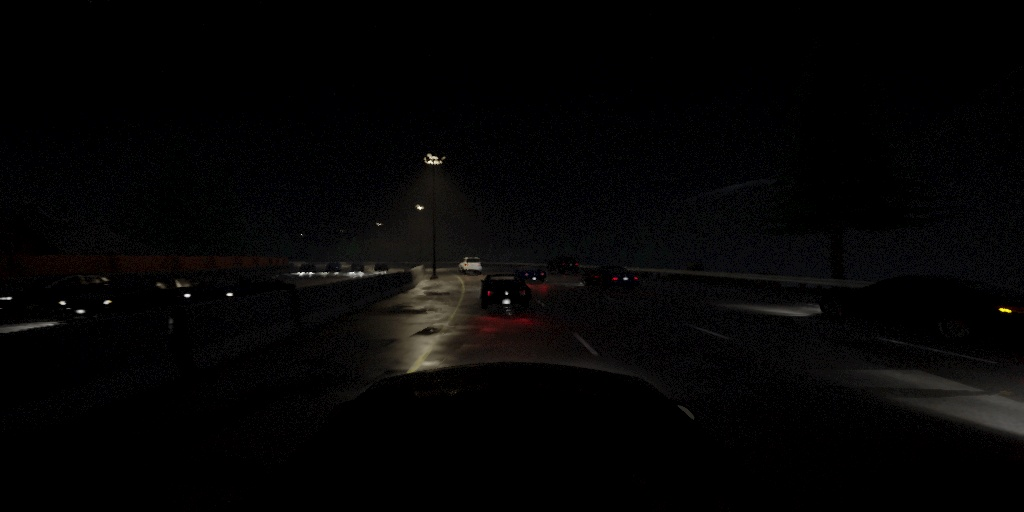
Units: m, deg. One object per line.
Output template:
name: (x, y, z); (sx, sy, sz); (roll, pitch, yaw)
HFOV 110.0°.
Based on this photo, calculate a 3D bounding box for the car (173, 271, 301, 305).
car: (-11.204, 1.511, 15.161); (1.895, 1.301, 4.718); (-1, 0, -5)

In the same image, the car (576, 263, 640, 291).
car: (5.973, 1.322, 22.338); (2.033, 1.411, 5.357); (0, 0, -8)

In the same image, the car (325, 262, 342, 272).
car: (-27.476, 1.702, 55.256); (1.882, 1.535, 5.008); (0, 0, -20)

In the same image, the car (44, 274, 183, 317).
car: (-14.660, 1.488, 14.657); (2.033, 1.411, 5.357); (-1, 0, -5)

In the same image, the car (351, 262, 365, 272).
car: (-24.144, 1.693, 56.352); (2.128, 1.511, 4.902); (0, 0, -20)

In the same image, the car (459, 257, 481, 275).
car: (-5.228, 1.190, 44.273); (2.150, 2.045, 5.566); (0, 0, -16)

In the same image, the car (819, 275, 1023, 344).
car: (10.531, 1.205, 9.190); (1.812, 1.442, 4.674); (0, 0, -2)

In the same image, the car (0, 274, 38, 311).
car: (-21.609, 1.528, 13.406); (1.812, 1.442, 4.674); (0, 0, -5)

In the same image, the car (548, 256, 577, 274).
car: (5.953, 1.077, 42.761); (2.150, 2.045, 5.566); (0, 0, -14)

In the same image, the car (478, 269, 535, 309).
car: (-0.382, 1.409, 15.469); (1.895, 1.301, 4.718); (-1, 0, -5)

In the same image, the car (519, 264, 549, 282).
car: (1.359, 1.449, 29.790); (1.895, 1.301, 4.718); (0, 0, -9)

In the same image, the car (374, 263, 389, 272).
car: (-19.916, 1.713, 54.904); (1.994, 1.385, 4.181); (0, 0, -19)

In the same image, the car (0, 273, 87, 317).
car: (-18.168, 1.464, 14.263); (2.128, 1.511, 4.902); (0, 0, -5)

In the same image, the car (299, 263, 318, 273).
car: (-31.093, 1.816, 54.894); (1.994, 1.385, 4.181); (0, 0, -20)
